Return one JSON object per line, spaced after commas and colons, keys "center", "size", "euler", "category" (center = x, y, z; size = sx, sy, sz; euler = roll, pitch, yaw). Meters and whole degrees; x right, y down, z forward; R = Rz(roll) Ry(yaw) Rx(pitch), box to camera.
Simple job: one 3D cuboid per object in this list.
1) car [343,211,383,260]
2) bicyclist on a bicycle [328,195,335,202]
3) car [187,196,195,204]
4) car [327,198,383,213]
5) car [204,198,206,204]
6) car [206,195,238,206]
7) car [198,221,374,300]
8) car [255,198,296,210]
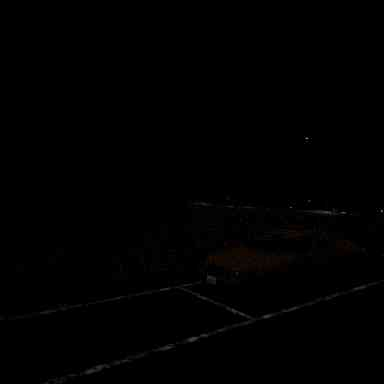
{"center": [7.156, 1.547, 11.673], "size": [4.507, 1.381, 1.887], "euler": [0, 1, -35], "category": "car"}
{"center": [16.341, 1.158, 38.933], "size": [1.656, 1.620, 0.582], "euler": [0, 0, -34], "category": "bicyclist on a bicycle"}
{"center": [-1.381, 1.190, 53.828], "size": [1.895, 1.301, 4.718], "euler": [1, 0, -34], "category": "car"}
{"center": [14.732, 1.341, 30.238], "size": [2.128, 1.511, 4.902], "euler": [1, 0, -34], "category": "car"}
{"center": [3.731, 1.154, 51.959], "size": [2.128, 1.511, 4.902], "euler": [1, 0, -34], "category": "car"}
{"center": [4.374, 1.247, 45.379], "size": [1.994, 1.385, 4.181], "euler": [1, 0, -34], "category": "car"}
{"center": [2.395, 1.526, 8.370], "size": [4.829, 1.417, 1.752], "euler": [0, 1, -35], "category": "car"}
{"center": [9.496, 1.367, 37.885], "size": [1.895, 1.301, 4.718], "euler": [1, 0, -34], "category": "car"}
